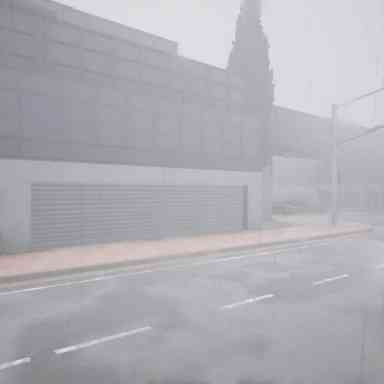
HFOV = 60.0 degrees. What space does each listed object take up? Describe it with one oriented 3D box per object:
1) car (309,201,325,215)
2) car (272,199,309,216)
[{"bbox_3d":[11.204,1.491,34.187,2.128,1.511,4.902,0,0,-37],"label":"car"},{"bbox_3d":[8.203,1.547,32.359,2.033,1.411,5.357,0,0,-37],"label":"car"}]
